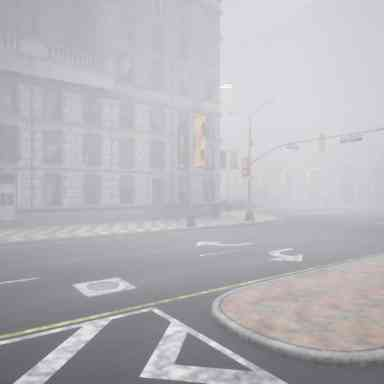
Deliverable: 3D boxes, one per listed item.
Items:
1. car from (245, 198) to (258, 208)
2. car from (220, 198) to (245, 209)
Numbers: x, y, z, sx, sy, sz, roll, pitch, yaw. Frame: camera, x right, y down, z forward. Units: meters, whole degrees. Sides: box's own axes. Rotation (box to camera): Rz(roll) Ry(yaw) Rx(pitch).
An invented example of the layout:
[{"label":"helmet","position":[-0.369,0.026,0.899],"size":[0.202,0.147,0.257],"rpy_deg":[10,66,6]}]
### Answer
[{"label":"car","position":[7.080,1.564,46.199],"size":[1.994,1.385,4.181],"rpy_deg":[0,0,-36]},{"label":"car","position":[4.065,1.547,44.383],"size":[2.033,1.411,5.357],"rpy_deg":[0,0,-36]}]
